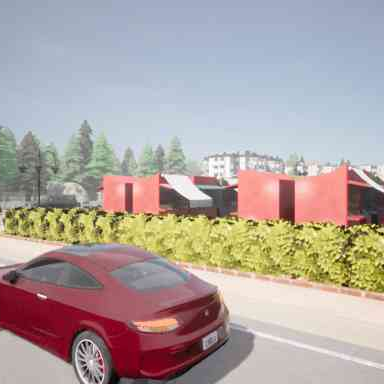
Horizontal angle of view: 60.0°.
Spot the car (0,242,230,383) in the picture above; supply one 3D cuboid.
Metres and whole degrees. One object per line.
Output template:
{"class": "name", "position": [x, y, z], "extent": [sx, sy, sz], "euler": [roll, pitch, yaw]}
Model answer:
{"class": "car", "position": [-1.649, 1.526, 5.171], "extent": [4.674, 1.442, 1.812], "euler": [0, 0, 36]}

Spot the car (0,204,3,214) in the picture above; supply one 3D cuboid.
{"class": "car", "position": [-20.748, 1.407, 31.727], "extent": [2.097, 1.767, 4.553], "euler": [0, 0, 36]}

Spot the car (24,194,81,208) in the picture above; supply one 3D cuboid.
{"class": "car", "position": [-14.477, 1.277, 34.375], "extent": [2.150, 2.045, 5.566], "euler": [0, 0, 36]}

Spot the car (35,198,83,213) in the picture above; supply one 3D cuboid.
{"class": "car", "position": [-15.478, 1.533, 38.927], "extent": [1.882, 1.535, 5.008], "euler": [0, 0, 36]}
